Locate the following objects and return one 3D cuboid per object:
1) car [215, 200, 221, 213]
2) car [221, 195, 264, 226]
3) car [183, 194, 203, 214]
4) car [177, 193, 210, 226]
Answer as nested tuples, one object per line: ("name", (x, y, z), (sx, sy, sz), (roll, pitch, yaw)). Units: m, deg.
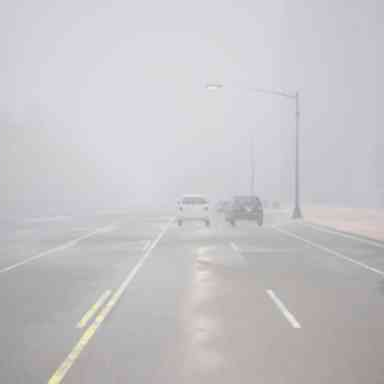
("car", (3.579, 1.566, 36.430), (2.033, 1.411, 5.357), (0, 0, 0))
("car", (3.599, 1.233, 23.682), (2.150, 2.045, 5.566), (0, 0, 0))
("car", (0.098, 1.243, 37.867), (2.150, 2.045, 5.566), (0, 0, 0))
("car", (0.099, 1.235, 23.878), (2.150, 2.045, 5.566), (0, 0, 0))
